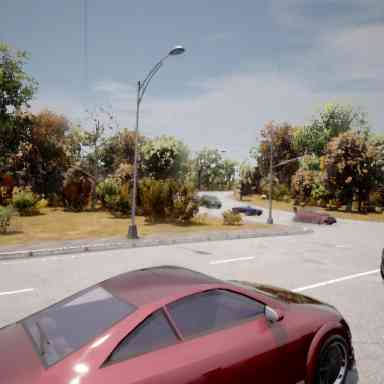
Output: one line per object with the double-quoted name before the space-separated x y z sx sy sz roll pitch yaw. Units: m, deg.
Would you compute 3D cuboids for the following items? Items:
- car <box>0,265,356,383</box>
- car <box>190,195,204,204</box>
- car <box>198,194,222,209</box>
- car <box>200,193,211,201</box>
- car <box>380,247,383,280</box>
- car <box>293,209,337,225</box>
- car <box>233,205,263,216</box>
"car" -0.028 1.572 3.727 4.181 1.385 1.994 0 0 -36
"car" 0.951 1.445 66.214 1.837 1.490 4.892 2 2 -8
"car" 3.198 1.624 55.083 2.150 2.045 5.566 3 1 -14
"car" 3.203 1.130 78.692 2.128 1.511 4.902 2 2 -1
"car" 6.996 1.487 8.778 4.553 1.767 2.097 2 -1 -35
"car" 11.698 2.364 31.857 1.994 1.385 4.181 3 -1 -25
"car" 7.125 2.339 42.343 1.895 1.301 4.718 3 0 -20
